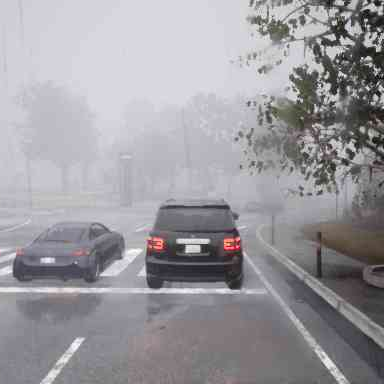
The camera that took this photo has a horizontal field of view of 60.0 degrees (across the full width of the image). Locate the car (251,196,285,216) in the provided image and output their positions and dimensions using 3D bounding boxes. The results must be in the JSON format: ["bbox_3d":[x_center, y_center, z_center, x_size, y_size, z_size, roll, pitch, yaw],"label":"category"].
[{"bbox_3d":[7.263,1.434,32.468,4.902,1.511,2.128,0,1,-40],"label":"car"}]

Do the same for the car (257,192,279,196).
[{"bbox_3d":[15.004,0.554,66.358,1.895,1.301,4.718,-1,3,-28],"label":"car"}]

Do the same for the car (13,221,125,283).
[{"bbox_3d":[-3.291,1.539,9.687,1.994,1.385,4.181,0,0,1],"label":"car"}]

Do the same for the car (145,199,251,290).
[{"bbox_3d":[0.147,1.198,9.232,2.150,2.045,5.566,0,0,3],"label":"car"}]
